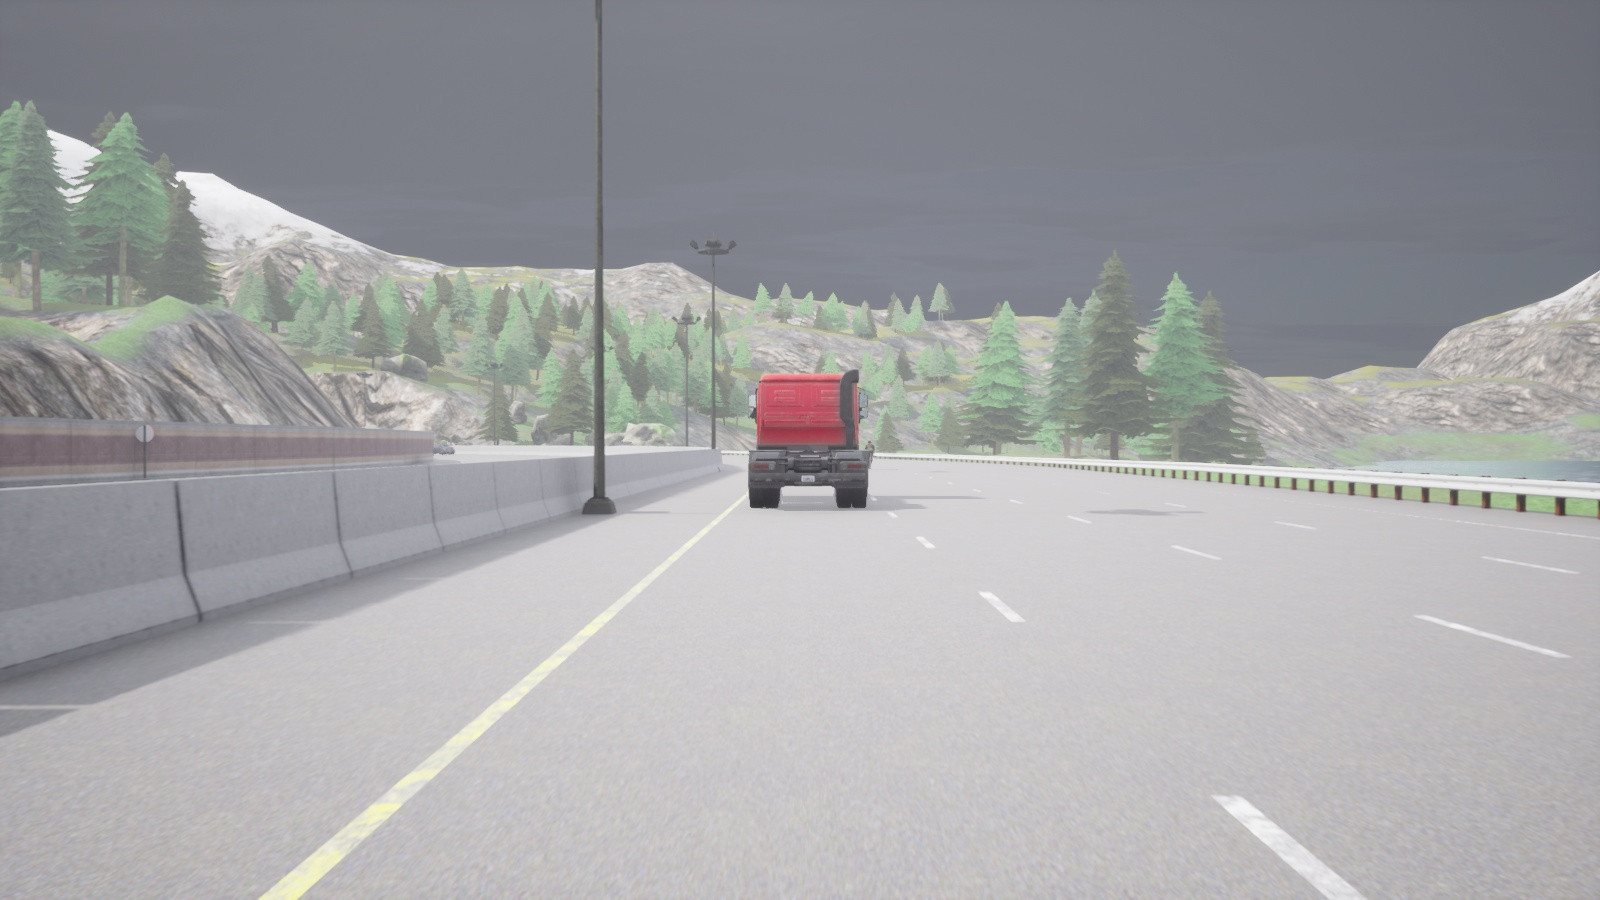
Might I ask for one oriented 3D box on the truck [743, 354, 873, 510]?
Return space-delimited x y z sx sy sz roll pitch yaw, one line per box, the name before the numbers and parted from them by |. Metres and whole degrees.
truck | 0.199 -0.415 31.905 2.891 3.462 7.936 0 0 0
